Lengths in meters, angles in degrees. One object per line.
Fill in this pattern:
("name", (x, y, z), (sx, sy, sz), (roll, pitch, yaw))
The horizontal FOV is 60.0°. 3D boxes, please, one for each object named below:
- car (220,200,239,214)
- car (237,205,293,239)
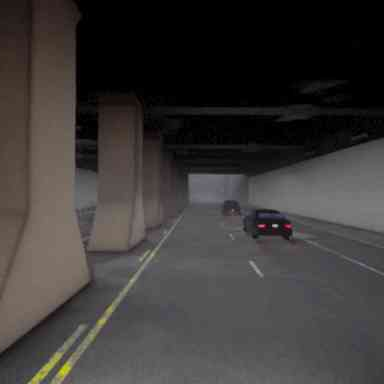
("car", (4.317, 1.652, 37.290), (1.837, 1.490, 4.892), (1, 0, 1))
("car", (3.926, 1.635, 18.012), (2.033, 1.411, 5.357), (1, 0, 1))
